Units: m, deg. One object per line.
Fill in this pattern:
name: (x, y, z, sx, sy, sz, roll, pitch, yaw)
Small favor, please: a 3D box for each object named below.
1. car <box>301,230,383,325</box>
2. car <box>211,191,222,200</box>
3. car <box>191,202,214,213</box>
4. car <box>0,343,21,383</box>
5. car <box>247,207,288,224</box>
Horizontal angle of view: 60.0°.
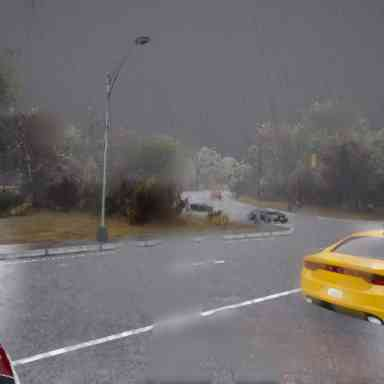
car: (4.374, 1.542, 6.873, 5.008, 1.535, 1.882, 1, -1, -35)
car: (5.747, 0.740, 78.981, 2.150, 2.045, 5.566, 2, 2, -1)
car: (1.390, 2.011, 44.218, 1.895, 1.301, 4.718, 2, 0, -17)
car: (-3.217, 1.353, 1.456, 4.553, 1.767, 2.097, 0, 0, -35)
car: (6.897, 2.120, 30.583, 1.994, 1.385, 4.181, 3, -1, -25)
